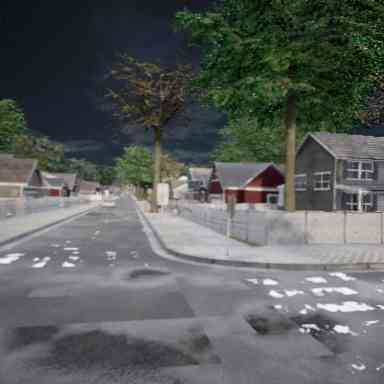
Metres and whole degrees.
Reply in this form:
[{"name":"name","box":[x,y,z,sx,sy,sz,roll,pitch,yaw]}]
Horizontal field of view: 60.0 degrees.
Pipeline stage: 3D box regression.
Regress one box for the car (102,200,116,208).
[{"name":"car","box":[-13.050,1.862,52.560,1.895,1.301,4.718,2,-1,-11]}]
